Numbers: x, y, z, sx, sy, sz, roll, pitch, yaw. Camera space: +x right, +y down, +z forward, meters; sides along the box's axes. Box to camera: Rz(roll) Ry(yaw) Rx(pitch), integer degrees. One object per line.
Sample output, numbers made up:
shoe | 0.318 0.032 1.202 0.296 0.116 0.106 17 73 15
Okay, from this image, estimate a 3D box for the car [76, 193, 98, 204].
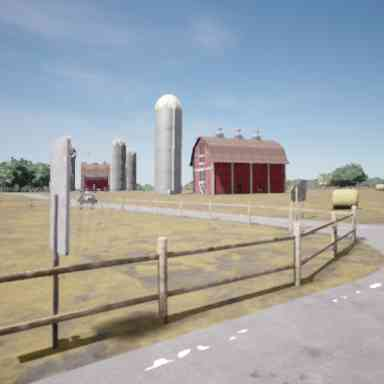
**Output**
car | -16.318 0.936 51.714 2.097 1.767 4.553 1 0 -36
